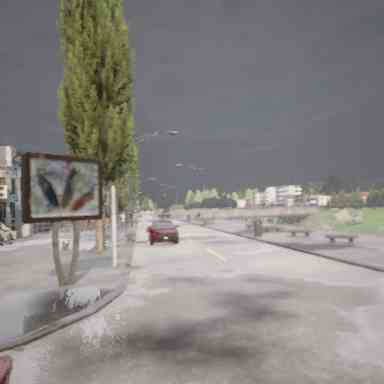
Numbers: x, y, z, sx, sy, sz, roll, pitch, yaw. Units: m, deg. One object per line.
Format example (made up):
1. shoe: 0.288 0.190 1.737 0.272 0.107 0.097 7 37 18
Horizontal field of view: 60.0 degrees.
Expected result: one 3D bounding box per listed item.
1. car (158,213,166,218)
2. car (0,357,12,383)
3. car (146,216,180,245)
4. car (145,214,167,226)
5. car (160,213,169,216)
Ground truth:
1. car: -8.098 6.317 89.566 1.994 1.385 4.181 -2 -3 -9
2. car: -3.652 1.715 1.705 5.008 1.535 1.882 -2 -3 -9
3. car: -2.030 2.754 23.336 1.882 1.535 5.008 -2 -3 -9
4. car: -4.061 3.549 36.603 1.812 1.442 4.674 -2 -2 -9
5. car: -6.512 5.742 79.284 1.882 1.535 5.008 -2 -3 -9
